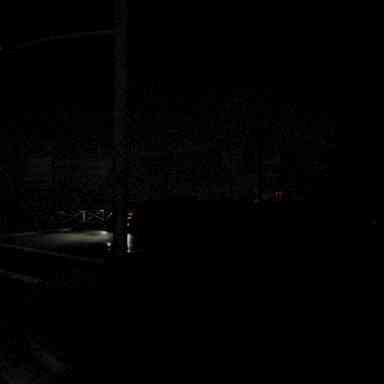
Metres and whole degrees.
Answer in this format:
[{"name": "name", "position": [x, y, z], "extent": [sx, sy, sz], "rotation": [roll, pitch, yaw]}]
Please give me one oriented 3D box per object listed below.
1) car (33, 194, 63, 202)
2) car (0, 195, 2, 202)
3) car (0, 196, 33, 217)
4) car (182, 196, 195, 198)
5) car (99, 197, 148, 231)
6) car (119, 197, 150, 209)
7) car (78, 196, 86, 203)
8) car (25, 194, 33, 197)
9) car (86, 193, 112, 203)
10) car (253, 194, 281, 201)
[{"name": "car", "position": [-28.940, 1.154, 67.787], "extent": [2.152, 1.636, 5.027], "rotation": [0, 0, 35]}, {"name": "car", "position": [-41.427, 1.298, 67.598], "extent": [2.007, 1.523, 4.514], "rotation": [0, 0, 35]}, {"name": "car", "position": [-15.847, 1.340, 26.945], "extent": [2.007, 1.523, 4.514], "rotation": [0, 0, 35]}, {"name": "car", "position": [-0.805, 1.374, 48.194], "extent": [1.845, 1.501, 3.633], "rotation": [0, 0, 35]}, {"name": "car", "position": [-3.087, 1.352, 20.594], "extent": [2.097, 1.767, 4.553], "rotation": [0, 0, 35]}, {"name": "car", "position": [-7.527, 1.384, 43.861], "extent": [1.970, 1.475, 3.806], "rotation": [0, 0, 35]}, {"name": "car", "position": [-18.500, 1.077, 60.391], "extent": [1.905, 1.878, 3.866], "rotation": [0, 0, 35]}, {"name": "car", "position": [-34.363, 1.232, 71.233], "extent": [1.970, 1.475, 3.806], "rotation": [0, 0, 35]}, {"name": "car", "position": [-15.890, 1.097, 59.048], "extent": [1.932, 1.855, 4.605], "rotation": [0, 0, 35]}, {"name": "car", "position": [8.393, 1.221, 37.074], "extent": [2.150, 2.045, 5.566], "rotation": [0, 0, 35]}]
